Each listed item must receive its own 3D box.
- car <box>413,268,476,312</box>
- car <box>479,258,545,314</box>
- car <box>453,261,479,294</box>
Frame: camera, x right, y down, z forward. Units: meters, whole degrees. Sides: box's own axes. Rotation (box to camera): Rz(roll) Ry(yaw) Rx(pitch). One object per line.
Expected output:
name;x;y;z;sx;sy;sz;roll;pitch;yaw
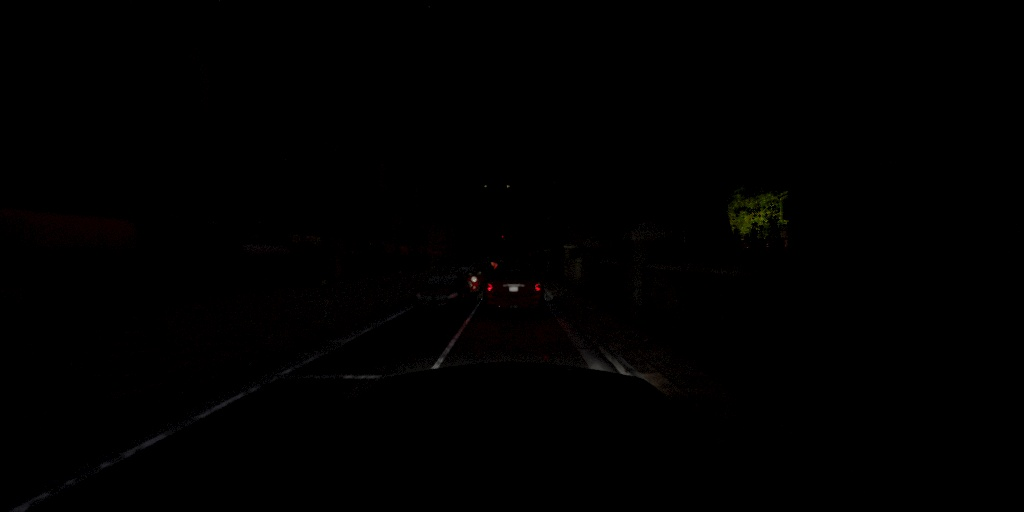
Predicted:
car;-2.632;1.330;14.216;1.802;1.307;4.207;0;0;0
car;0.071;1.099;13.817;2.097;1.767;4.553;0;0;0
car;-2.629;1.188;19.892;1.967;1.591;4.097;0;0;0
